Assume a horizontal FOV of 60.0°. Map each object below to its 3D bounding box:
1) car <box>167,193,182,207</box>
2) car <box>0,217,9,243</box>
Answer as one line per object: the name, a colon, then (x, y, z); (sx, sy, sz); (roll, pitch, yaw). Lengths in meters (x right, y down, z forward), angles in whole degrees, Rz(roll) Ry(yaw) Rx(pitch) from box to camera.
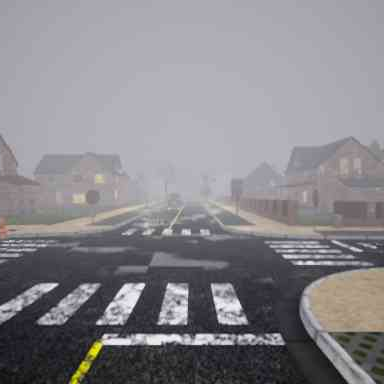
car: (-2.740, 1.127, 54.044); (2.150, 2.045, 5.566); (0, 0, 0)
car: (-9.598, 1.277, 12.564); (4.553, 1.767, 2.097); (0, -1, -5)
